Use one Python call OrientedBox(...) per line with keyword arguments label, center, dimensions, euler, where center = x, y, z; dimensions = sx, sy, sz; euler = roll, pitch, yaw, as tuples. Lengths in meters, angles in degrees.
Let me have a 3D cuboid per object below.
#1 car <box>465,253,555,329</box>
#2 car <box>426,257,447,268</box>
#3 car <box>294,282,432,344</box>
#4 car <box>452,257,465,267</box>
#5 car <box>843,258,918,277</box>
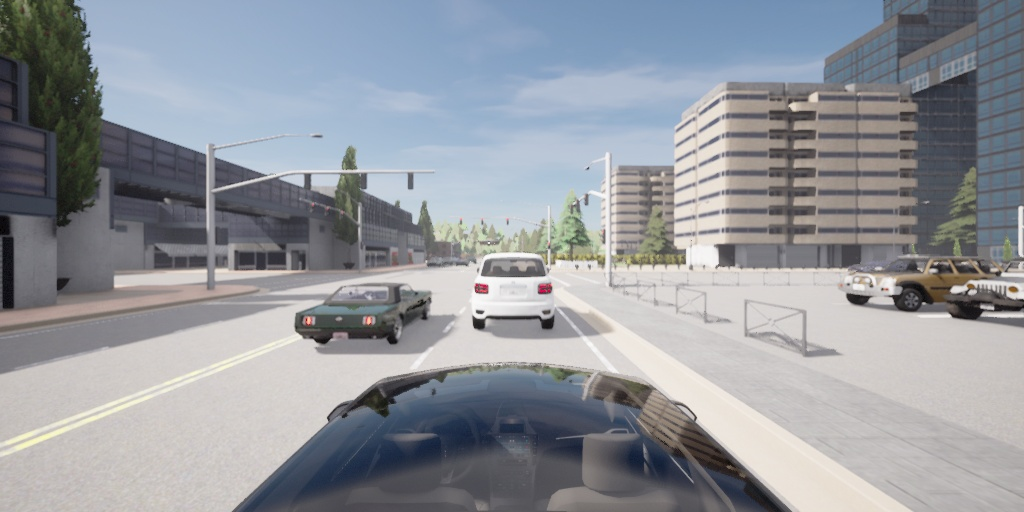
OrientedBox(label="car", center=(0.038, 0.946, 11.214), dimensions=(2.150, 2.045, 5.566), euler=(0, 0, 0))
OrientedBox(label="car", center=(-11.891, 0.956, 55.830), dimensions=(2.097, 1.767, 4.553), euler=(0, 0, -1))
OrientedBox(label="car", center=(-3.465, 1.330, 9.478), dimensions=(1.895, 1.301, 4.718), euler=(0, 0, 0))
OrientedBox(label="car", center=(-8.503, 1.190, 61.236), dimensions=(1.895, 1.301, 4.718), euler=(0, 0, -1))
OrientedBox(label="car", center=(38.659, 1.201, 37.749), dimensions=(5.357, 1.411, 2.033), euler=(0, 0, -1))
